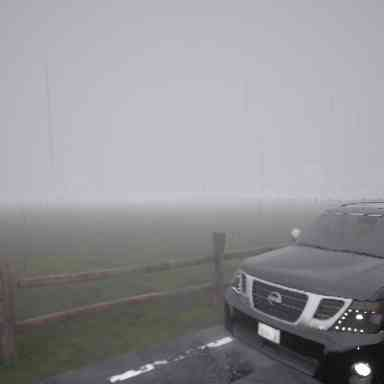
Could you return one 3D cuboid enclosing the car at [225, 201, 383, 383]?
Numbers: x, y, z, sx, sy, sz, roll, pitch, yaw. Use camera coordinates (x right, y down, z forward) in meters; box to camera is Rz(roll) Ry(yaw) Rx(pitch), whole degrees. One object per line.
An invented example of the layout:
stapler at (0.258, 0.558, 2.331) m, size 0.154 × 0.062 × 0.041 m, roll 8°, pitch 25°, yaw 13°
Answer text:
car at (3.092, 1.199, 5.265) m, size 5.566 × 2.045 × 2.150 m, roll 0°, pitch 0°, yaw -36°
